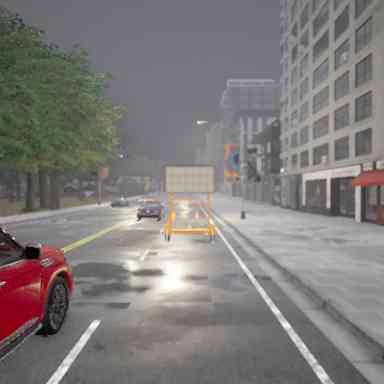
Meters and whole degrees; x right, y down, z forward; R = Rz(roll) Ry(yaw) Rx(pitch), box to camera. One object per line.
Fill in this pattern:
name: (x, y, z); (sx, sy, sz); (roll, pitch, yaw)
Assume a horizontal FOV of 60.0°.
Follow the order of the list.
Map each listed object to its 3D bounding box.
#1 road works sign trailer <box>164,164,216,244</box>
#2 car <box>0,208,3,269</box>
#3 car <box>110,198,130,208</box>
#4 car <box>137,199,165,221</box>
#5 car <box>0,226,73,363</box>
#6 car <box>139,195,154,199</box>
road works sign trailer: (-0.096, 0.468, 15.942); (2.380, 3.560, 2.880); (0, 0, 0)
car: (-6.644, 1.366, 7.571); (2.097, 1.767, 4.553); (0, 0, 0)
car: (-10.133, 1.500, 47.280); (2.033, 1.411, 5.357); (0, 0, 0)
car: (-3.319, 1.534, 27.361); (2.033, 1.411, 5.357); (0, 0, 0)
car: (-3.169, 1.234, 3.535); (2.150, 2.045, 5.566); (0, 0, 0)
car: (-6.894, 1.288, 50.472); (2.097, 1.767, 4.553); (0, 0, 0)
